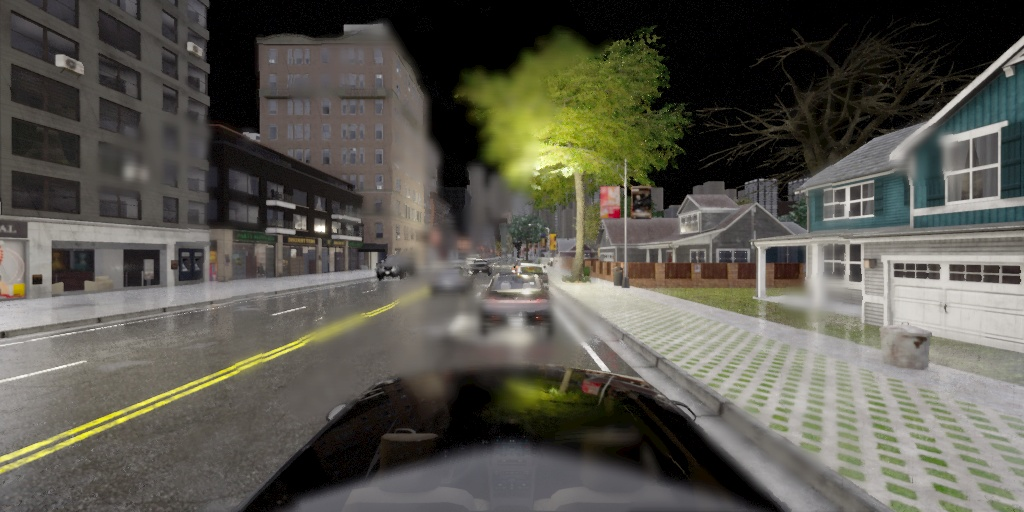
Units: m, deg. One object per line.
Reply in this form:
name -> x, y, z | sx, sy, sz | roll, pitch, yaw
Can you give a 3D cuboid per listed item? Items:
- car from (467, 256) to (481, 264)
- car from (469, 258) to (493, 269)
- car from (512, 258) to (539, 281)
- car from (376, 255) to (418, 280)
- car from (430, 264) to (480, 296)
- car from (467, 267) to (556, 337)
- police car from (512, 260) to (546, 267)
car -> -6.346, 0.941, 62.101 | 2.150, 2.045, 5.566 | 0, 0, 1
car -> -3.029, 1.238, 37.113 | 1.837, 1.490, 4.892 | 0, 0, 0
car -> 1.073, 1.089, 30.418 | 2.097, 1.767, 4.553 | 0, 0, 0
car -> -9.751, 0.960, 30.887 | 2.150, 2.045, 5.566 | 0, 0, 0
car -> -3.090, 1.310, 19.400 | 1.994, 1.385, 4.181 | 0, 0, 0
car -> 0.128, 1.241, 10.308 | 2.128, 1.511, 4.902 | 0, 0, 0
police car -> 1.039, 1.170, 20.557 | 1.930, 1.638, 5.238 | 0, 0, 0
